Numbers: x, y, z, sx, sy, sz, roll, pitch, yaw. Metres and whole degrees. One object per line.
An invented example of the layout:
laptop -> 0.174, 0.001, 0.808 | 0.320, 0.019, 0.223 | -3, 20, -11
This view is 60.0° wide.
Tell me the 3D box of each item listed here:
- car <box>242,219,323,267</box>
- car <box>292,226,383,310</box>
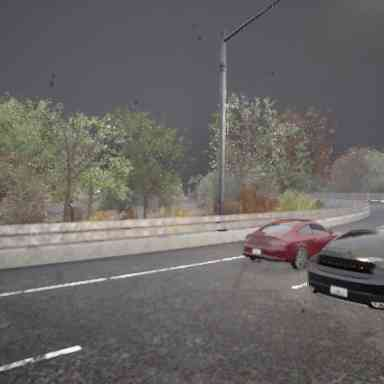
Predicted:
car -> 3.678, 1.654, 11.480 | 4.674, 1.442, 1.812 | 1, 0, -41
car -> 4.556, 1.610, 7.653 | 4.892, 1.490, 1.837 | 1, -1, -40
